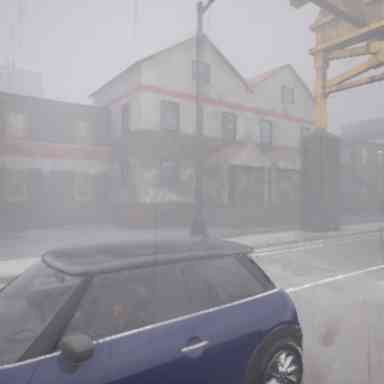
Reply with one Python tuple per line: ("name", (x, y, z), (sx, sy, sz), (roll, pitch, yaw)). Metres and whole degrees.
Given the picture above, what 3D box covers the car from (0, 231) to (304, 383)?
("car", (-0.986, 1.354, 3.288), (4.553, 1.767, 2.097), (0, 0, -35))
